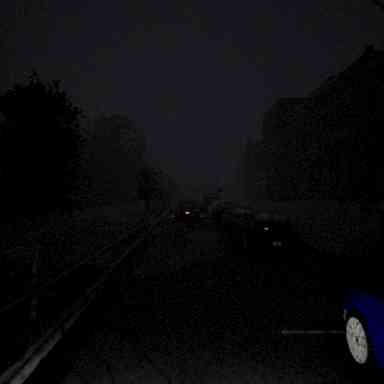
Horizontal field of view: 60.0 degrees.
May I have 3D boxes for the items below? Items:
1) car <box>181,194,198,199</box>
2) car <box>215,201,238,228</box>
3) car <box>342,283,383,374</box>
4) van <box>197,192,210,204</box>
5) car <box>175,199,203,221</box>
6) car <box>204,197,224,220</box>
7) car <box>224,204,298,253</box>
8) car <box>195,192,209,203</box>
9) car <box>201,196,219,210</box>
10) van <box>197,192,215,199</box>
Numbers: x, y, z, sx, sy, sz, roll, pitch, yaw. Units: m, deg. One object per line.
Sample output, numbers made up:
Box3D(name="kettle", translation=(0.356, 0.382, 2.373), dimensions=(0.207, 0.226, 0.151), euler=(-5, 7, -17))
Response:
Box3D(name="car", translation=(-0.693, 1.405, 42.909), dimensions=(2.128, 1.511, 4.902), euler=(0, 0, -1))
Box3D(name="car", translation=(2.717, 1.499, 19.199), dimensions=(2.002, 1.452, 4.674), euler=(0, 0, -1))
Box3D(name="car", translation=(3.037, 1.477, 2.659), dimensions=(2.097, 1.535, 5.008), euler=(0, 0, 0))
Box3D(name="van", translation=(1.963, 1.095, 58.136), dimensions=(1.878, 1.987, 4.442), euler=(0, 0, -1))
Box3D(name="car", translation=(-0.384, 1.528, 26.931), dimensions=(1.994, 1.385, 4.181), euler=(0, 0, -1))
Box3D(name="car", translation=(2.503, 1.474, 30.290), dimensions=(2.002, 1.452, 4.674), euler=(0, 0, -1))
Box3D(name="car", translation=(2.825, 1.469, 13.649), dimensions=(2.231, 1.521, 4.892), euler=(0, 0, -1))
Box3D(name="car", translation=(1.856, 1.038, 63.592), dimensions=(2.435, 2.045, 5.566), euler=(0, 0, -1))
Box3D(name="car", translation=(2.394, 1.447, 35.868), dimensions=(2.163, 1.488, 4.792), euler=(0, 0, -1))
Box3D(name="van", translation=(2.069, 1.124, 52.590), dimensions=(1.878, 1.987, 4.442), euler=(0, 0, -1))
